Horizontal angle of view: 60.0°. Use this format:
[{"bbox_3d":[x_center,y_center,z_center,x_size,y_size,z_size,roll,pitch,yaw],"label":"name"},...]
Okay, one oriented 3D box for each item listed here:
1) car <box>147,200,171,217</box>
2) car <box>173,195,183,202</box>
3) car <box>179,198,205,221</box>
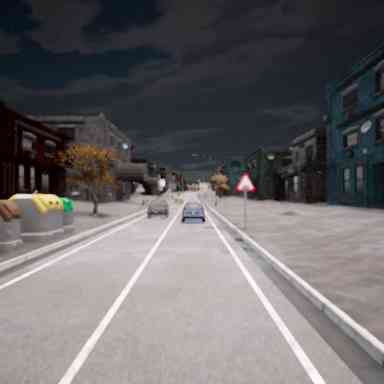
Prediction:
[{"bbox_3d":[-3.090,1.541,31.421,1.837,1.490,4.892,0,0,0],"label":"car"},{"bbox_3d":[-2.986,1.389,71.975,1.882,1.535,5.008,0,0,0],"label":"car"},{"bbox_3d":[0.106,1.537,27.270,2.033,1.411,5.357,0,2,0],"label":"car"}]
